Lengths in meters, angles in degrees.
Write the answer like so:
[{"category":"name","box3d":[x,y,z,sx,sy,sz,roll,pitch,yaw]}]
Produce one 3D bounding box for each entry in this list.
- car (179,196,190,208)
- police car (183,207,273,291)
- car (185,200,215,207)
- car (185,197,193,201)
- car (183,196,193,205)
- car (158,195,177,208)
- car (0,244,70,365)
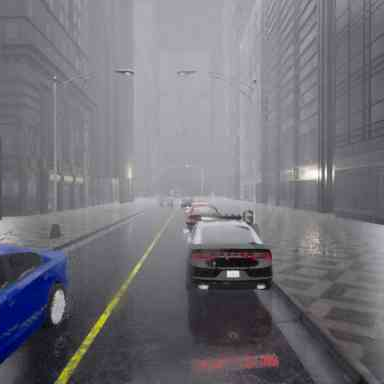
[{"category":"car","box3d":[-0.557,1.598,46.676,1.895,1.301,4.718,0,0,0]},{"category":"police car","box3d":[0.787,1.424,9.188,1.930,1.638,5.238,0,0,-1]},{"category":"car","box3d":[0.666,1.476,19.077,1.882,1.535,5.008,0,0,-1]},{"category":"car","box3d":[0.591,1.453,25.267,1.801,1.575,5.366,0,0,-1]},{"category":"car","box3d":[-0.733,1.523,60.289,1.812,1.442,4.674,0,0,-1]},{"category":"car","box3d":[-3.678,1.489,47.648,2.128,1.511,4.902,0,0,-1]},{"category":"car","box3d":[-3.150,1.477,4.098,1.882,1.535,5.008,0,0,-1]}]
